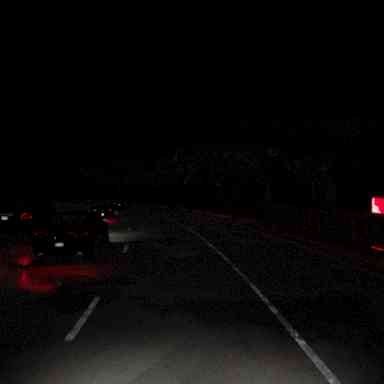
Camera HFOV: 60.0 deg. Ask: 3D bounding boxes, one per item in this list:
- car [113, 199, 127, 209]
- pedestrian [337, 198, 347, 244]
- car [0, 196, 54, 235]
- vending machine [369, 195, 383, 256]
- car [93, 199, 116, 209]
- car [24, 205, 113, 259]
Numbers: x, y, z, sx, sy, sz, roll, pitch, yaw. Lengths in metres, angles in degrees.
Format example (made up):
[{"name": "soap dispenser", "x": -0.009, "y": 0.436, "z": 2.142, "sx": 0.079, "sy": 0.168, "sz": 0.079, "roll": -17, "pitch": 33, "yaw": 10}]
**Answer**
[{"name": "car", "x": -10.120, "y": 1.621, "z": 44.562, "sx": 1.994, "sy": 1.385, "sz": 4.181, "roll": 0, "pitch": 0, "yaw": -24}, {"name": "pedestrian", "x": 5.914, "y": 1.135, "z": 13.291, "sx": 0.375, "sy": 1.860, "sz": 0.375, "roll": -1, "pitch": 1, "yaw": -7}, {"name": "car", "x": -8.548, "y": 1.235, "z": 17.019, "sx": 2.150, "sy": 2.045, "sz": 5.566, "roll": 0, "pitch": 0, "yaw": -10}, {"name": "vending machine", "x": 7.227, "y": 1.188, "z": 12.073, "sx": 1.100, "sy": 2.100, "sz": 0.880, "roll": 0, "pitch": 0, "yaw": -6}, {"name": "car", "x": -8.444, "y": 1.634, "z": 30.991, "sx": 1.895, "sy": 1.301, "sz": 4.718, "roll": 0, "pitch": 0, "yaw": -18}, {"name": "car", "x": -4.401, "y": 1.482, "z": 12.738, "sx": 1.882, "sy": 1.535, "sz": 5.008, "roll": 0, "pitch": 0, "yaw": -7}]
